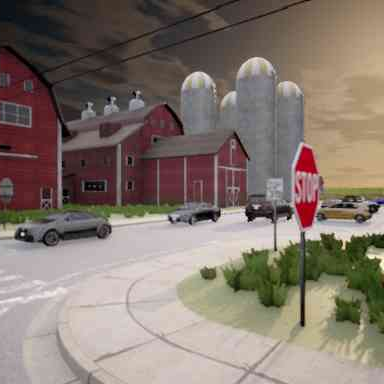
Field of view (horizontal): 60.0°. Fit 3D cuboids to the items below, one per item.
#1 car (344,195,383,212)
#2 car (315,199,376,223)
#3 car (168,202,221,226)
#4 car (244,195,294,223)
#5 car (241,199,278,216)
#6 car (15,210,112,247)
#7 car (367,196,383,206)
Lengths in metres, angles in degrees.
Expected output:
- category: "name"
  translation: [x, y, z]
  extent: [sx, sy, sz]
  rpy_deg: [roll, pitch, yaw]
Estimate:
- category: "car"
  translation: [18.547, 1.308, 36.629]
  extent: [3.866, 1.878, 1.905]
  rpy_deg: [0, 0, 35]
- category: "car"
  translation: [11.286, 1.501, 25.255]
  extent: [4.193, 1.474, 1.816]
  rpy_deg: [0, 0, 35]
- category: "car"
  translation: [0.257, 1.481, 23.657]
  extent: [2.128, 1.511, 4.902]
  rpy_deg: [0, 0, 35]
- category: "car"
  translation: [6.054, 1.213, 25.563]
  extent: [2.150, 2.045, 5.566]
  rpy_deg: [0, 0, 35]
- category: "car"
  translation: [6.853, 1.492, 33.196]
  extent: [1.837, 1.490, 4.892]
  rpy_deg: [0, 0, 35]
- category: "car"
  translation: [-5.723, 1.553, 15.206]
  extent: [1.994, 1.385, 4.181]
  rpy_deg: [0, 0, 38]
- category: "car"
  translation: [32.421, 1.474, 56.465]
  extent: [4.611, 1.667, 2.242]
  rpy_deg: [0, 0, 35]
